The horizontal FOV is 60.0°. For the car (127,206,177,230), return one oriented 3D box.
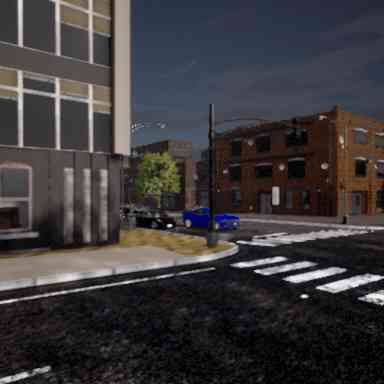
[{"bbox_3d":[-2.878,2.048,25.318,1.947,1.339,4.313,-1,0,-37],"label":"car"}]

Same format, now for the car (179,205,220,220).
[{"bbox_3d":[0.740,2.111,34.913,2.008,1.369,4.403,-1,0,-37],"label":"car"}]

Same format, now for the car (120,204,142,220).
[{"bbox_3d":[-4.958,2.082,32.672,2.128,1.511,4.902,0,-1,-37],"label":"car"}]

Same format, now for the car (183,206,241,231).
[{"bbox_3d":[1.346,1.905,24.240,1.882,1.535,5.008,0,-1,-38],"label":"car"}]

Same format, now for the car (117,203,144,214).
[{"bbox_3d":[-8.844,2.356,47.558,2.008,1.369,4.403,-1,0,-37],"label":"car"}]
